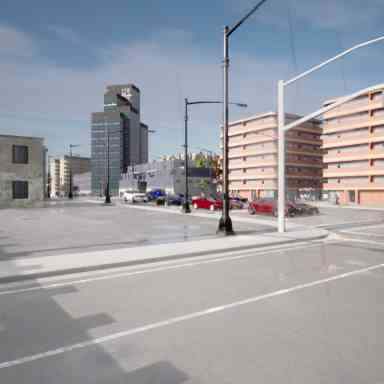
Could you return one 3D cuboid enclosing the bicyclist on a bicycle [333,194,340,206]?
[{"bbox_3d":[19.984,1.094,45.971,1.656,1.620,0.582,0,1,-34],"label":"bicyclist on a bicycle"}]

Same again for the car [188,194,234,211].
[{"bbox_3d":[1.968,1.229,36.891,1.882,1.535,5.008,0,1,-34],"label":"car"}]

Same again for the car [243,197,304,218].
[{"bbox_3d":[7.115,1.231,29.382,2.097,1.767,4.553,0,1,-34],"label":"car"}]

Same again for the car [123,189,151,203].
[{"bbox_3d":[-9.121,0.627,53.177,2.150,2.045,5.566,0,1,-33],"label":"car"}]

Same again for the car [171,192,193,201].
[{"bbox_3d":[-1.907,0.862,61.431,1.837,1.490,4.892,0,1,-34],"label":"car"}]

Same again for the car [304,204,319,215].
[{"bbox_3d":[9.496,1.413,32.090,2.033,1.411,5.357,0,1,-35],"label":"car"}]

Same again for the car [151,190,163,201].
[{"bbox_3d":[-7.294,0.877,56.725,1.837,1.490,4.892,0,1,-34],"label":"car"}]

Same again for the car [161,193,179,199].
[{"bbox_3d":[-4.816,0.794,71.802,1.895,1.301,4.718,0,1,-34],"label":"car"}]

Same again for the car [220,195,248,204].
[{"bbox_3d":[6.829,1.140,54.943,1.895,1.301,4.718,0,1,-34],"label":"car"}]

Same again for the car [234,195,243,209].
[{"bbox_3d":[4.148,1.256,39.910,1.812,1.442,4.674,0,1,-34],"label":"car"}]

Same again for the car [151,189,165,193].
[{"bbox_3d":[-7.565,0.334,69.601,2.150,2.045,5.566,0,1,-34],"label":"car"}]

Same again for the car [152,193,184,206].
[{"bbox_3d":[-3.156,1.157,44.400,1.994,1.385,4.181,0,1,-34],"label":"car"}]
